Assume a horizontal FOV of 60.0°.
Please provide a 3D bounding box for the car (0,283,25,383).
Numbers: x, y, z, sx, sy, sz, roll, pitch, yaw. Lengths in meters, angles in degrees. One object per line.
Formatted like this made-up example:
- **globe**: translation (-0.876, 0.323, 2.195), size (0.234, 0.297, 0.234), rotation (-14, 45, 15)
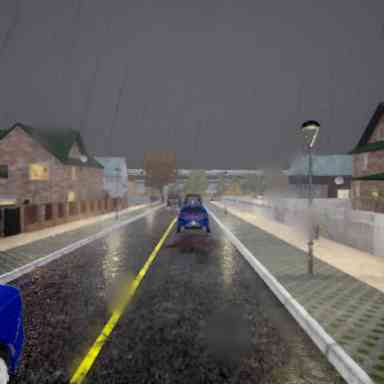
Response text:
- **car**: translation (-2.852, 1.477, 1.767), size (1.882, 1.535, 5.008), rotation (0, 0, 0)

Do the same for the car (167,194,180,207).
- **car**: translation (-2.784, 1.266, 53.119), size (2.150, 2.045, 5.566), rotation (0, 0, 0)

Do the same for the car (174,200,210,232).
- **car**: translation (0.077, 1.480, 20.104), size (1.882, 1.535, 5.008), rotation (0, 0, 0)

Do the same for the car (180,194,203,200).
- **car**: translation (0.080, 1.240, 39.514), size (2.150, 2.045, 5.566), rotation (0, 0, 0)
